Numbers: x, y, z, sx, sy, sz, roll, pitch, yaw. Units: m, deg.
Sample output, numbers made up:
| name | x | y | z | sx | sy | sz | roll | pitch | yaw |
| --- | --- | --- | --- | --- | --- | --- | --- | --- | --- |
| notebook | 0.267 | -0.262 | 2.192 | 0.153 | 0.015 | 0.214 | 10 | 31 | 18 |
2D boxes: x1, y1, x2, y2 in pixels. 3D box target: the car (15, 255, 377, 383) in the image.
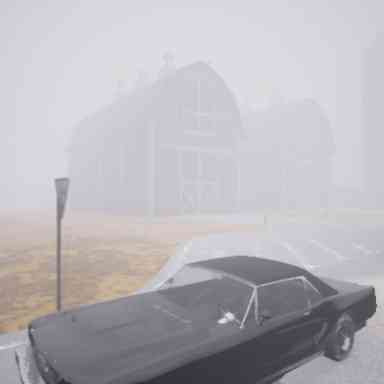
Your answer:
| name | x | y | z | sx | sy | sz | roll | pitch | yaw |
| --- | --- | --- | --- | --- | --- | --- | --- | --- | --- |
| car | 0.409 | 1.621 | 4.343 | 4.718 | 1.301 | 1.895 | 0 | 0 | -37 |
